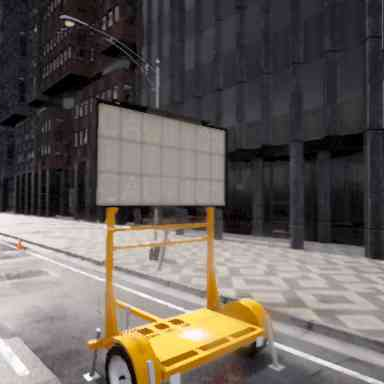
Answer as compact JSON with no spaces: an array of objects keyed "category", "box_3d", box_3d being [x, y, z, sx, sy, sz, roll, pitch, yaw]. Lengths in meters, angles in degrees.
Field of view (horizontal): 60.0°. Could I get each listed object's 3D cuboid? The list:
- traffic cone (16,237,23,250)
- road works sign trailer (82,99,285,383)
[{"category":"traffic cone","box_3d":[-8.072,2.391,15.585,0.340,0.580,0.340,2,-3,-42]},{"category":"road works sign trailer","box_3d":[-0.478,0.625,4.949,2.380,3.560,2.880,2,-2,-42]}]
